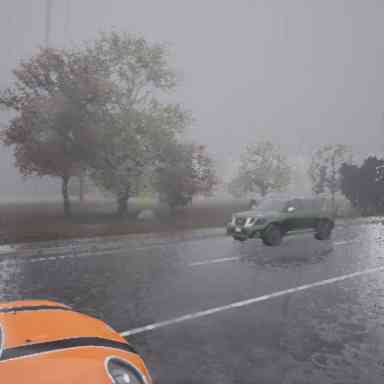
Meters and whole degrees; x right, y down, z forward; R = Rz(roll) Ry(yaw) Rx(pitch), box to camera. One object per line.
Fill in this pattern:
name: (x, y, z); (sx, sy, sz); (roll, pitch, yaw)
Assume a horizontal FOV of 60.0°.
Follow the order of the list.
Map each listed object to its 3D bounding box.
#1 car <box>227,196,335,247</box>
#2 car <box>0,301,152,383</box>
car: (4.226, 1.210, 15.280); (5.566, 2.045, 2.150); (0, 0, -33)
car: (-2.447, 1.350, 1.971); (4.553, 1.767, 2.097); (0, 0, -36)
